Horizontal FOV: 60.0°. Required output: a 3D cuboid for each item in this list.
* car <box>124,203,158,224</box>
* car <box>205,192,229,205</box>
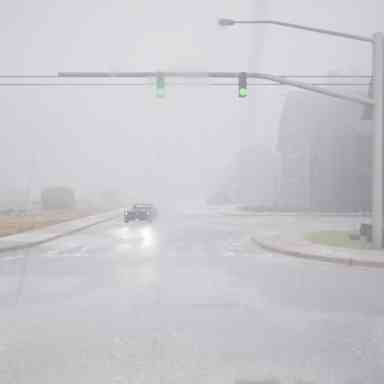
[{"bbox_3d":[-3.660,1.508,24.300,1.895,1.301,4.718,0,0,0],"label":"car"},{"bbox_3d":[3.988,0.960,52.909,1.905,1.878,3.866,-8,4,-42],"label":"car"}]
